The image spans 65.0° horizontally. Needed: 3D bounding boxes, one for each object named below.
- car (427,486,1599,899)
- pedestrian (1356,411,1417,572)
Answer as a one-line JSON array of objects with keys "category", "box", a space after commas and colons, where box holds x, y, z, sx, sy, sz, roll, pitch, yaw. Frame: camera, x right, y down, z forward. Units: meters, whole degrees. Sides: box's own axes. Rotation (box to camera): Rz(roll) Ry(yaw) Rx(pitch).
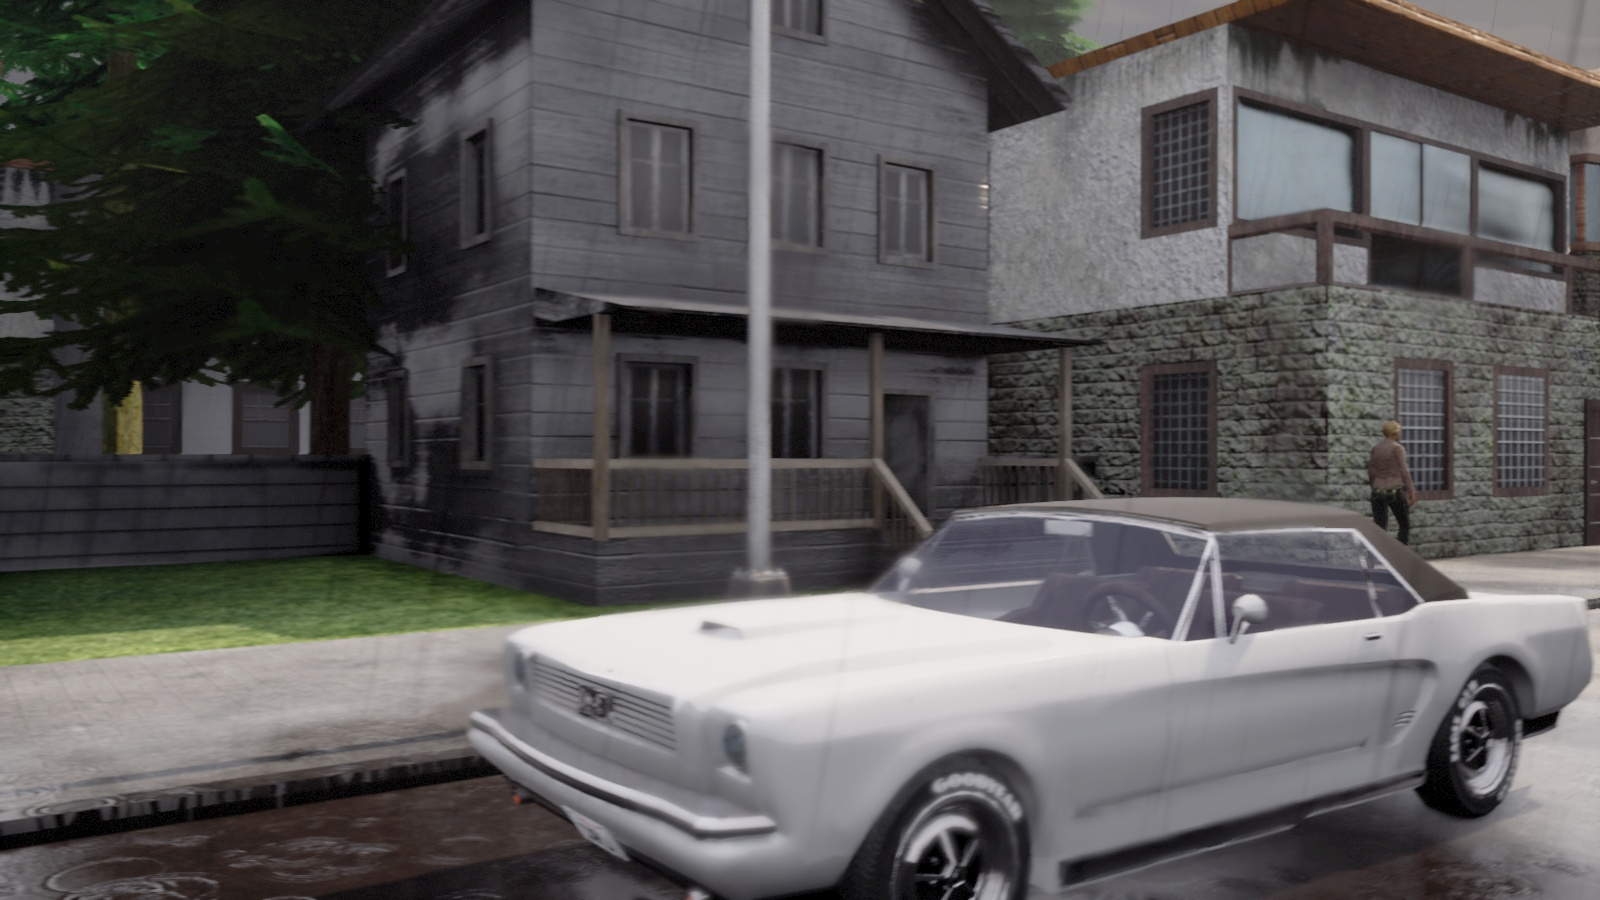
[{"category": "car", "box": [1.144, 0.855, 5.063, 4.718, 1.301, 1.895, 0, 0, -35]}, {"category": "pedestrian", "box": [6.855, 0.476, 14.684, 0.634, 1.846, 0.331, 0, 0, -29]}]
